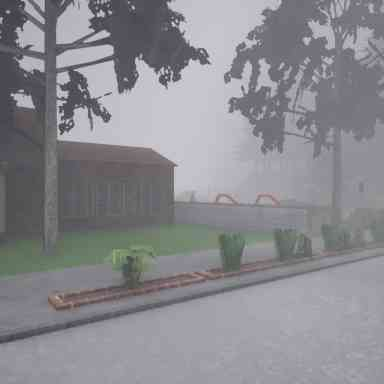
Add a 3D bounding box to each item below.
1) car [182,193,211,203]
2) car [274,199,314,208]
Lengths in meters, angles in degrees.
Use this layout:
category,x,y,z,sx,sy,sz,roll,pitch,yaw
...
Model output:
category,x,y,z,sx,sy,sz,roll,pitch,yaw
car,0.564,1.222,51.477,2.150,2.045,5.566,0,0,-35
car,11.263,1.503,36.360,1.837,1.490,4.892,0,0,-35
